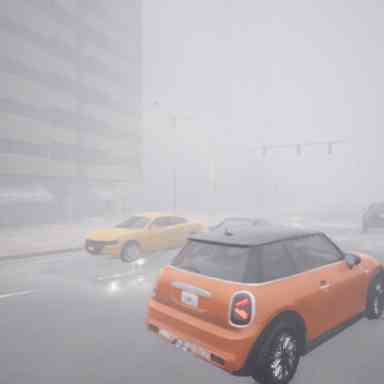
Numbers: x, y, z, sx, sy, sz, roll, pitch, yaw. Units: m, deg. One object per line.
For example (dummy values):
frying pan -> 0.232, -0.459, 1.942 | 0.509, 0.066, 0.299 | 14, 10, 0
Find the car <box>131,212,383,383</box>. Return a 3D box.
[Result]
car -> 1.537, 1.365, 5.641 | 4.553, 1.767, 2.097 | 0, 0, -42

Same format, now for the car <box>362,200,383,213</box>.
car -> 11.362, 1.356, 19.835 | 2.097, 1.767, 4.553 | 0, 0, 28

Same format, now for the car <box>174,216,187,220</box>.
car -> 1.712, 1.555, 11.098 | 1.812, 1.442, 4.674 | 0, 0, 39

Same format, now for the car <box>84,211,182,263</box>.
car -> -1.601, 1.531, 12.542 | 1.882, 1.535, 5.008 | 0, 0, 40
